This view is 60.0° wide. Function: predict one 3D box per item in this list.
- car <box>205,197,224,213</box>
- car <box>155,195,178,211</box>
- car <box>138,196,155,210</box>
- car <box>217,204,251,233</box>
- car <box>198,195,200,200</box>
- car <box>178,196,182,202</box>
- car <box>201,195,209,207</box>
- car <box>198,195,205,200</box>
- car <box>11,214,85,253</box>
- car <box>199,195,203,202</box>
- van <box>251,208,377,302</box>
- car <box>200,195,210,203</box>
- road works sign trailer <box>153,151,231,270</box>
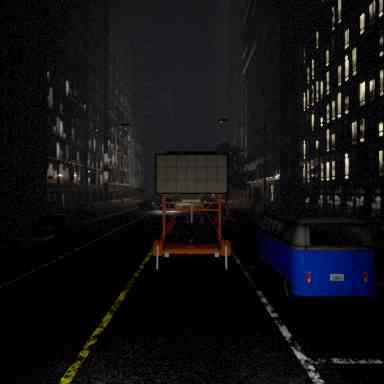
[{"bbox_3d":[2.669,1.581,36.466,1.802,1.307,4.206,0,0,0],"label":"car"},{"bbox_3d":[-3.124,1.502,41.399,1.837,1.490,4.892,0,0,0],"label":"car"},{"bbox_3d":[-5.715,1.548,42.157,2.008,1.369,4.403,0,0,0],"label":"car"},{"bbox_3d":[2.679,1.581,19.388,1.802,1.307,4.206,0,0,0],"label":"car"},{"bbox_3d":[2.654,1.410,64.928,1.967,1.590,4.097,0,0,0],"label":"car"},{"bbox_3d":[-3.039,1.493,66.596,1.812,1.442,4.674,0,0,0],"label":"car"},{"bbox_3d":[2.663,1.544,47.850,2.008,1.369,4.403,0,0,0],"label":"car"},{"bbox_3d":[2.638,1.462,93.390,1.887,1.381,4.507,0,0,0],"label":"car"},{"bbox_3d":[-5.699,1.581,13.693,1.802,1.307,4.206,0,0,0],"label":"car"},{"bbox_3d":[2.660,1.538,53.543,2.008,1.369,4.403,0,0,0],"label":"car"},{"bbox_3d":[2.686,1.341,8.004,1.690,1.788,3.998,0,0,0],"label":"van"},{"bbox_3d":[2.650,1.401,70.620,1.967,1.590,4.097,0,0,0],"label":"car"},{"bbox_3d":[-0.006,0.464,11.021,2.380,3.560,2.880,0,0,0],"label":"road works sign trailer"}]
